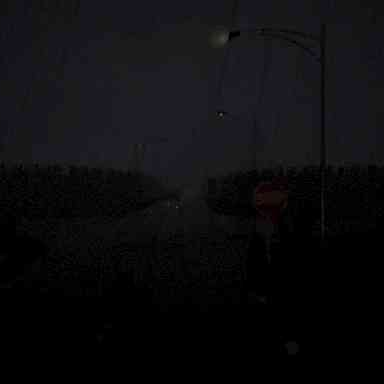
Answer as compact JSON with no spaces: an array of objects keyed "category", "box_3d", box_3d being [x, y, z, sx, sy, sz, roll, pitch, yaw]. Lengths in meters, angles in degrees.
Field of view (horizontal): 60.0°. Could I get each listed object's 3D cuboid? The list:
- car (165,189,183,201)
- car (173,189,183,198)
[{"category":"car","box_3d":[-2.804,0.645,49.042,1.994,1.385,4.181,0,1,0]},{"category":"car","box_3d":[-2.740,0.266,65.354,1.837,1.490,4.892,0,1,0]}]
